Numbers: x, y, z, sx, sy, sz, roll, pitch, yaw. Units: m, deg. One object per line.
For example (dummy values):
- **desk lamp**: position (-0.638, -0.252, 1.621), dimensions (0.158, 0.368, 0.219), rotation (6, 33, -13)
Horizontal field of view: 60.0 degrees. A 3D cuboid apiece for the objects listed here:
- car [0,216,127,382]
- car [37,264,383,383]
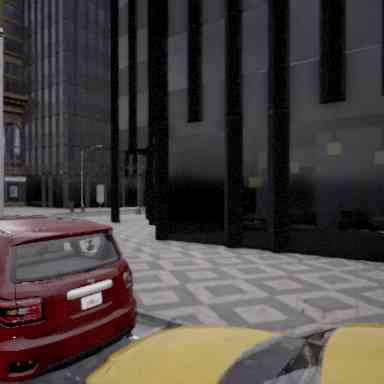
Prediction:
- **car**: position (-3.078, 1.302, 5.093), dimensions (5.009, 1.841, 2.192), rotation (0, 1, 35)
- **car**: position (1.231, 1.506, 2.084), dimensions (4.829, 1.417, 1.752), rotation (0, 1, 35)
